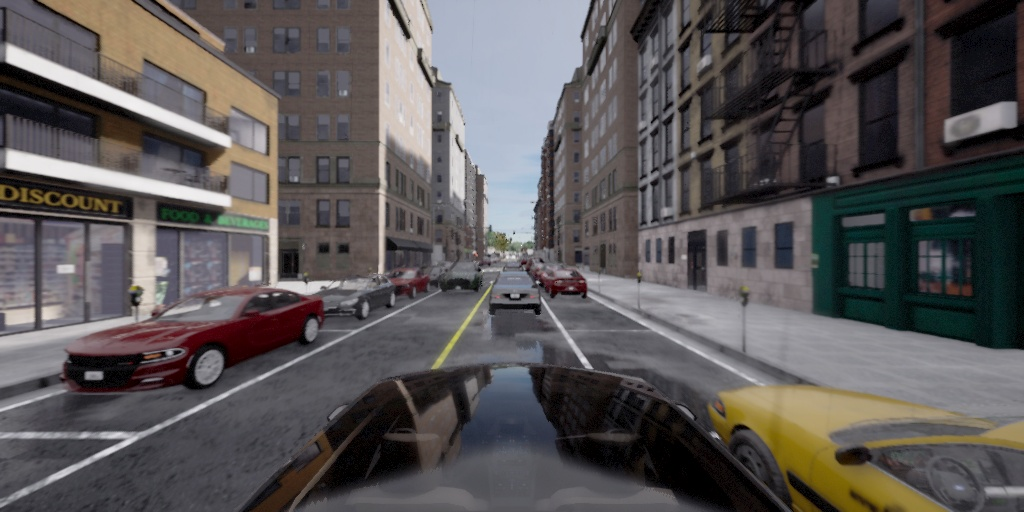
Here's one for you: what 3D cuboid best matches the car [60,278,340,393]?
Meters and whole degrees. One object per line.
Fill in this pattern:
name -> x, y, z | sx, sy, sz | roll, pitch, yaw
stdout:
car -> -5.386, 1.298, 6.868 | 1.888, 1.381, 4.507 | 0, 0, 0

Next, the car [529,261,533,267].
car -> 2.643, 1.314, 29.596 | 1.888, 1.381, 4.507 | 0, 0, 0

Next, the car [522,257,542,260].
car -> 2.645, 1.090, 40.961 | 2.192, 1.841, 5.009 | 0, 0, 0

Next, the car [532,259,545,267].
car -> 2.642, 1.205, 23.914 | 1.967, 1.591, 4.097 | 0, 0, 0

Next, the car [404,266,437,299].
car -> -5.384, 1.306, 18.233 | 1.888, 1.381, 4.507 | 0, 0, 0

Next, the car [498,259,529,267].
car -> 0.104, 1.261, 31.875 | 2.128, 1.511, 4.902 | 0, 0, 0

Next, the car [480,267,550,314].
car -> 0.102, 1.306, 13.804 | 2.033, 1.411, 5.357 | 0, 0, 0

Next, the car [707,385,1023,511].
car -> 2.638, 1.275, 1.354 | 1.751, 1.417, 4.829 | 0, 0, 0

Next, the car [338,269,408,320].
car -> -5.385, 1.308, 12.550 | 2.007, 1.370, 4.403 | 0, 0, 0

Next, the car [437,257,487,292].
car -> -2.845, 1.115, 21.295 | 2.097, 1.767, 4.553 | 0, 0, 0

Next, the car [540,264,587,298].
car -> 2.641, 1.307, 18.231 | 1.888, 1.381, 4.507 | 0, 0, 0
